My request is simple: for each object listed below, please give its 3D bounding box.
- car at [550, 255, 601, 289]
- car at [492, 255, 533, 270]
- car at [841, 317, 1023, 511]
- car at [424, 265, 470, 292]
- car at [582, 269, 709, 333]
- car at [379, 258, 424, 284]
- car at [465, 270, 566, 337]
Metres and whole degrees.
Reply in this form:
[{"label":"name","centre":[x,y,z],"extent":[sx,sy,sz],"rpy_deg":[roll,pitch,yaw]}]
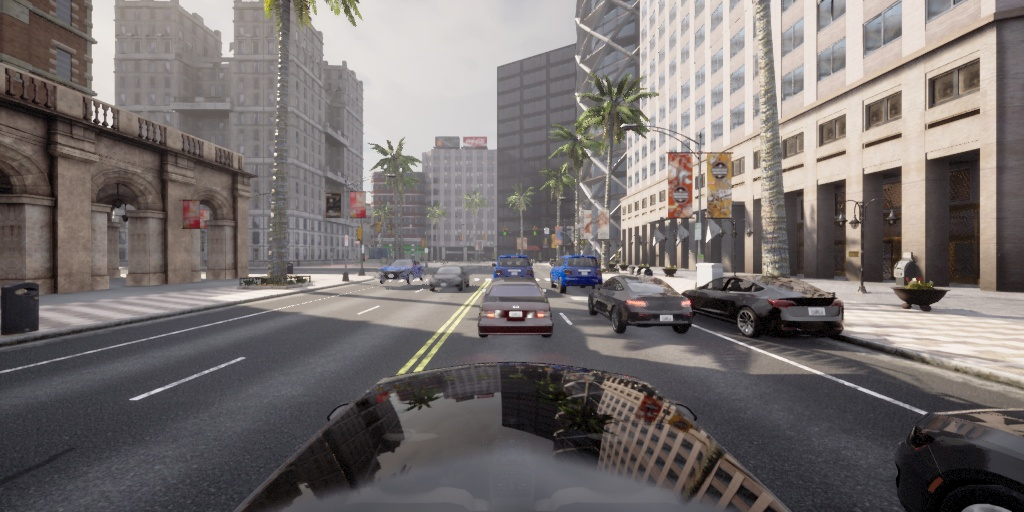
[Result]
[{"label":"car","centre":[3.543,0.971,20.583],"extent":[2.150,2.045,5.566],"rpy_deg":[0,0,-2]},{"label":"car","centre":[0.044,0.971,20.448],"extent":[2.150,2.045,5.566],"rpy_deg":[0,0,-2]},{"label":"car","centre":[3.601,1.255,0.445],"extent":[1.837,1.490,4.892],"rpy_deg":[0,0,0]},{"label":"car","centre":[-3.608,1.275,21.363],"extent":[1.812,1.442,4.674],"rpy_deg":[0,0,0]},{"label":"car","centre":[3.562,1.276,10.620],"extent":[1.812,1.442,4.674],"rpy_deg":[0,0,-1]},{"label":"car","centre":[-7.091,0.882,23.475],"extent":[1.882,1.535,5.008],"rpy_deg":[0,0,0]},{"label":"car","centre":[0.068,1.297,10.229],"extent":[2.033,1.411,5.357],"rpy_deg":[0,0,0]}]
